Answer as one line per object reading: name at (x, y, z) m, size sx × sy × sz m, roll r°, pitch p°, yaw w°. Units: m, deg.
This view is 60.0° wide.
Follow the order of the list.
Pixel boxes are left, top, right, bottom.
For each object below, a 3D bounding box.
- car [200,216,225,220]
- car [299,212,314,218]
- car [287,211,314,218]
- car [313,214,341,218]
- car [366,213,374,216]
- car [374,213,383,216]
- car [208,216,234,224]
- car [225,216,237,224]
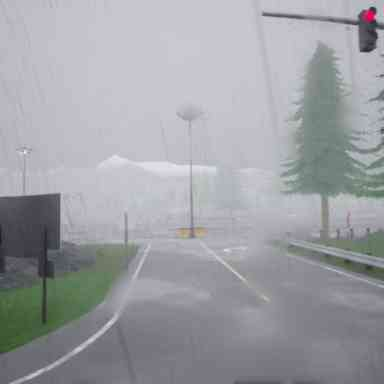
car at (2.333, 4.779, 52.948) m, size 4.892 × 1.490 × 1.837 m, roll 0°, pitch -4°, yaw -4°
car at (22.895, 4.881, 61.448) m, size 4.674 × 1.442 × 1.812 m, roll -1°, pitch -3°, yaw -4°
car at (21.212, 4.817, 64.829) m, size 5.566 × 2.045 × 2.150 m, roll -1°, pitch -3°, yaw -4°
car at (23.027, 4.532, 54.501) m, size 4.718 × 1.301 × 1.895 m, roll -1°, pitch -3°, yaw -4°
car at (36.769, 4.817, 66.008) m, size 5.008 × 1.535 × 1.882 m, roll -1°, pitch -3°, yaw -4°
car at (38.046, 4.646, 62.599) m, size 5.357 × 1.411 × 2.033 m, roll -1°, pitch -3°, yaw -4°
car at (5.482, 5.381, 63.657) m, size 4.674 × 1.442 × 1.812 m, roll -1°, pitch -3°, yaw -4°
car at (5.950, 5.162, 60.215) m, size 4.674 × 1.442 × 1.812 m, roll -1°, pitch -3°, yaw -4°
